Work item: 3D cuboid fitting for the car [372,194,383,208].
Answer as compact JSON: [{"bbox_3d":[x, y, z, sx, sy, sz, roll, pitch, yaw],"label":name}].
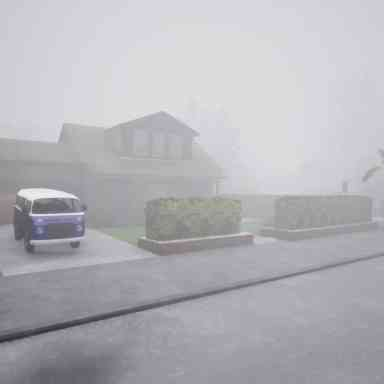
[{"bbox_3d":[24.018,0.986,40.753,3.866,1.878,1.905,0,0,0],"label":"car"}]
